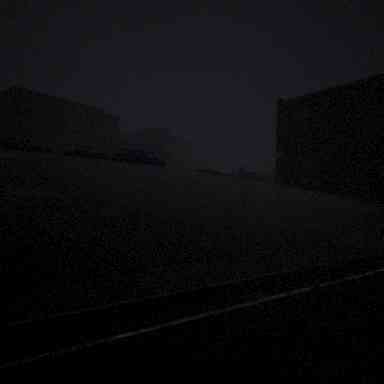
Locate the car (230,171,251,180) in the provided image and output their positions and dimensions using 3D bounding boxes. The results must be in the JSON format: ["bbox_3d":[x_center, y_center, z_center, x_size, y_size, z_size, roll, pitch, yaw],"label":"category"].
[{"bbox_3d":[5.779,-2.052,45.967,2.002,1.452,4.674,1,-3,40],"label":"car"}]

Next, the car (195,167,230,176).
[{"bbox_3d":[2.224,-2.337,41.725,2.002,1.452,4.674,1,-2,41],"label":"car"}]

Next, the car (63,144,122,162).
[{"bbox_3d":[-8.964,-3.232,29.421,2.185,1.767,4.553,0,-2,45],"label":"car"}]

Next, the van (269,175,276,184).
[{"bbox_3d":[12.741,-1.675,54.748,1.878,1.987,4.442,1,-3,38],"label":"van"}]

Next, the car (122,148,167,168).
[{"bbox_3d":[-5.094,-3.134,33.483,2.435,2.045,5.566,1,-2,44],"label":"car"}]

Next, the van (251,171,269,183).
[{"bbox_3d":[9.363,-2.003,50.371,1.878,1.987,4.442,1,-3,39],"label":"van"}]

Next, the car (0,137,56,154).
[{"bbox_3d":[-12.925,-3.308,25.411,4.892,1.521,2.231,3,-1,-44],"label":"car"}]
